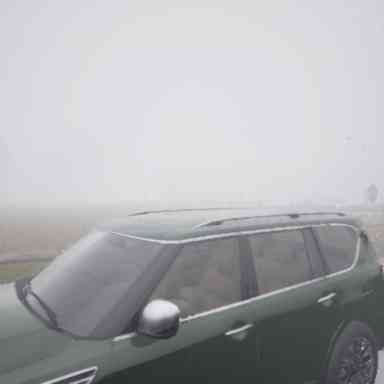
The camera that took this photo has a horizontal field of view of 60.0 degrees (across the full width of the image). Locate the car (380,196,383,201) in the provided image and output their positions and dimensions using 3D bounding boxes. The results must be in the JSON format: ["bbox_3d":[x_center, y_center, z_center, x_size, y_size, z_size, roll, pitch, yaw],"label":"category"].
[{"bbox_3d":[46.863,1.236,78.714,1.905,1.878,3.866,0,0,-36],"label":"car"}]

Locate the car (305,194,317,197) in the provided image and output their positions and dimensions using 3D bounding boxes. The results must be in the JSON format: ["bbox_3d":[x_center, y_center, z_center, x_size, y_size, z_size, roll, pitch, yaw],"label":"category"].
[{"bbox_3d":[30.817,1.248,83.410,1.932,1.855,4.605,0,0,-36],"label":"car"}]

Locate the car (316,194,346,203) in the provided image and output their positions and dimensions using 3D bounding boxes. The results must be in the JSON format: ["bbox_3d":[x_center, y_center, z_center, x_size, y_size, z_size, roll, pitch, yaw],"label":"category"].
[{"bbox_3d":[27.313,1.434,64.440,2.242,1.667,4.611,0,0,-36],"label":"car"}]

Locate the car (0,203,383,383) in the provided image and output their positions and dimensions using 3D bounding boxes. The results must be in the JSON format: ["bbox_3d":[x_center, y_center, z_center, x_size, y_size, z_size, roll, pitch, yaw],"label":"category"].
[{"bbox_3d":[-0.157,1.228,3.384,5.566,2.045,2.150,0,0,-35],"label":"car"}]

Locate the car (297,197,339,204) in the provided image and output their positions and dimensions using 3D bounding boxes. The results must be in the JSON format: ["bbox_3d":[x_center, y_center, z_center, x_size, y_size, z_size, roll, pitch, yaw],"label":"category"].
[{"bbox_3d":[12.461,1.537,35.690,2.033,1.411,5.357,0,0,-35],"label":"car"}]
